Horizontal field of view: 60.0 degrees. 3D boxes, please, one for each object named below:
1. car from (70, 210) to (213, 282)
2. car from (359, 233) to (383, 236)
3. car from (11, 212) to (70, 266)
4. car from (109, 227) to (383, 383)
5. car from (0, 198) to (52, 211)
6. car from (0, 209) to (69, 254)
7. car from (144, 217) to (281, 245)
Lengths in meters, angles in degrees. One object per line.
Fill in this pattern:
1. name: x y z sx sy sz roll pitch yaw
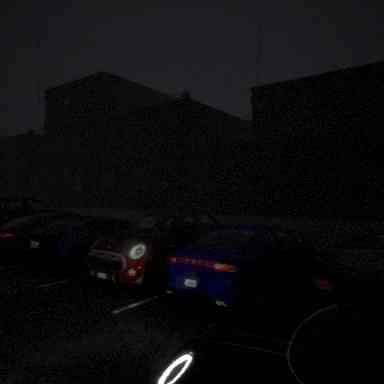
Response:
1. car: -0.799 1.361 9.604 2.185 1.767 4.553 0 0 36
2. car: 3.650 1.521 6.349 2.002 1.452 4.674 0 0 36
3. car: -3.035 1.521 11.217 2.163 1.488 4.792 0 0 36
4. car: 1.849 1.351 2.052 4.553 1.767 2.097 0 0 36
5. car: -7.506 1.252 14.446 2.435 2.045 5.566 0 0 36
6. car: -5.288 1.537 12.806 2.002 1.452 4.674 0 0 36
7. car: 1.415 1.481 7.959 2.097 1.535 5.008 0 0 36
